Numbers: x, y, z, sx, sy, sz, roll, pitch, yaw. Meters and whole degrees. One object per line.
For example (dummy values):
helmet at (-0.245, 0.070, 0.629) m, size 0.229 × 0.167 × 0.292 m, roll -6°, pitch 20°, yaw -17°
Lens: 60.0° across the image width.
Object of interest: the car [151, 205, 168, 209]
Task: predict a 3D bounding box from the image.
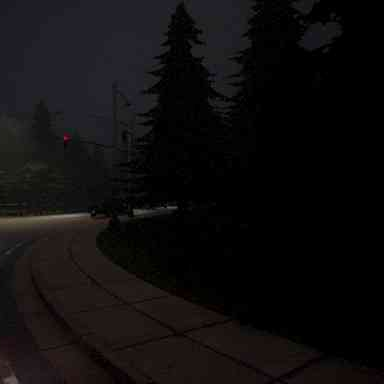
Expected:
car at (-5.177, 1.352, 44.451) m, size 2.097 × 1.767 × 4.553 m, roll 0°, pitch 0°, yaw 27°

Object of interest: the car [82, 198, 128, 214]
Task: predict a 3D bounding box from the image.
car at (-9.339, 1.491, 36.224) m, size 2.128 × 1.511 × 4.902 m, roll 0°, pitch 0°, yaw 26°

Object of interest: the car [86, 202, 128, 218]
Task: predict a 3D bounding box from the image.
car at (-7.537, 1.491, 30.653) m, size 2.128 × 1.511 × 4.902 m, roll 0°, pitch 0°, yaw 21°
